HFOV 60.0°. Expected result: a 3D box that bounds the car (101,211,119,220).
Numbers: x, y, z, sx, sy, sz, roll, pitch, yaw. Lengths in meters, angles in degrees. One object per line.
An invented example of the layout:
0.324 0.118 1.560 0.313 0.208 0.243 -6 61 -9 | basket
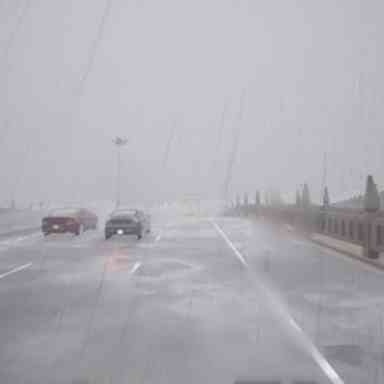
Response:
-14.045 4.118 57.126 1.895 1.301 4.718 0 -8 1 | car

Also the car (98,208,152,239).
-3.401 1.655 18.161 1.837 1.490 4.892 0 0 0 | car

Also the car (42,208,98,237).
-6.901 1.637 19.361 1.882 1.535 5.008 0 0 0 | car

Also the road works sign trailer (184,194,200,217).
-0.004 2.080 49.924 2.380 3.560 2.880 0 -6 0 | road works sign trailer
